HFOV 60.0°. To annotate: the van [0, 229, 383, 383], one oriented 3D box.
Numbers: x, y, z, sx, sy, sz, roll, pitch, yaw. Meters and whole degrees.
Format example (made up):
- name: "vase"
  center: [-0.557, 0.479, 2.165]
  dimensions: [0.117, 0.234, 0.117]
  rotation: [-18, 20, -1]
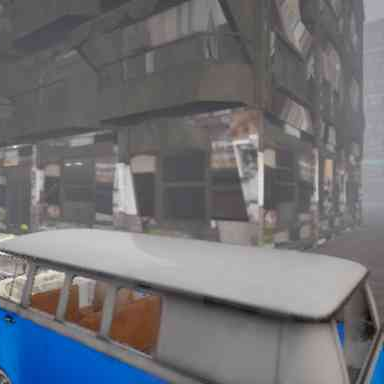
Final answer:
- name: "van"
  center: [-0.444, 1.327, 3.054]
  dimensions: [3.998, 1.788, 1.690]
  rotation: [0, 0, 36]
